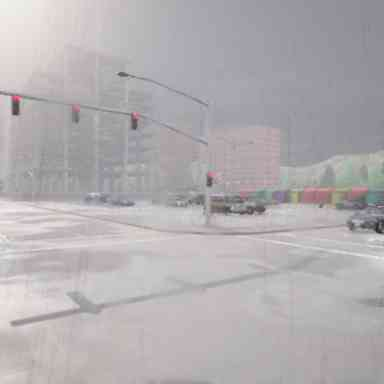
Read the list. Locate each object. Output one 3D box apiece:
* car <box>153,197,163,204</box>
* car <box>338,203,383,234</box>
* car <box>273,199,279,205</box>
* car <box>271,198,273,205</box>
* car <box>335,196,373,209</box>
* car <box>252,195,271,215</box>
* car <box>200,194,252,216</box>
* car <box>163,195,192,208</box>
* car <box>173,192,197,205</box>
[{"bbox_3d":[-6.116,1.639,65.288,1.970,1.475,3.806,1,0,-35],"label":"car"},{"bbox_3d":[11.602,1.650,20.638,4.902,1.511,2.128,1,0,-34],"label":"car"},{"bbox_3d":[14.015,1.711,60.958,1.784,1.438,3.905,1,0,-35],"label":"car"},{"bbox_3d":[11.605,1.479,59.353,1.932,1.855,4.605,1,0,-35],"label":"car"},{"bbox_3d":[21.653,1.480,45.001,1.905,1.878,3.866,1,0,-35],"label":"car"},{"bbox_3d":[5.587,1.335,33.735,1.905,1.878,3.866,1,0,-35],"label":"car"},{"bbox_3d":[3.183,1.310,32.123,1.932,1.855,4.605,1,0,-35],"label":"car"},{"bbox_3d":[-2.198,1.595,49.604,1.970,1.475,3.806,1,0,-35],"label":"car"},{"bbox_3d":[-1.570,1.438,68.523,1.932,1.855,4.605,1,0,-35],"label":"car"}]
